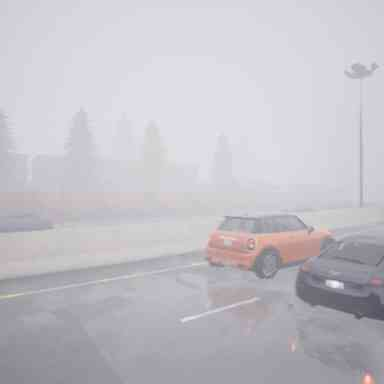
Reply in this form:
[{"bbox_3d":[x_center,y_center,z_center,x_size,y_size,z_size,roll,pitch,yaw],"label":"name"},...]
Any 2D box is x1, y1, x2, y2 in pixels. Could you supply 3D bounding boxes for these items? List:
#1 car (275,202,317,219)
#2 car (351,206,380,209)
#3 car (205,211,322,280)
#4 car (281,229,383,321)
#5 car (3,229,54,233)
[{"bbox_3d":[10.006,1.730,31.801,4.674,1.442,1.812,0,-1,-43],"label":"car"},{"bbox_3d":[17.962,1.752,34.493,5.357,1.411,2.033,0,-1,-43],"label":"car"},{"bbox_3d":[2.612,1.423,10.498,4.553,1.767,2.097,0,-1,-40],"label":"car"},{"bbox_3d":[4.068,1.607,7.145,4.181,1.385,1.994,0,-1,-40],"label":"car"},{"bbox_3d":[-9.954,1.723,18.574,4.181,1.385,1.994,0,0,-38],"label":"car"}]
